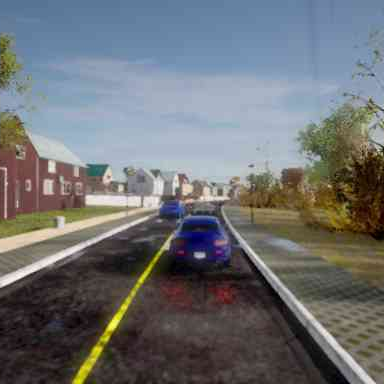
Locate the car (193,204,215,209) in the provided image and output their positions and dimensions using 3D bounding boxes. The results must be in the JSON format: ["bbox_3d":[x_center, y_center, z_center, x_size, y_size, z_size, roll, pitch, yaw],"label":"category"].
[{"bbox_3d":[0.964,1.641,27.879,1.895,1.301,4.718,0,0,3],"label":"car"}]

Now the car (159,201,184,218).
[{"bbox_3d":[-1.823,1.526,30.342,1.882,1.535,5.008,0,0,4],"label":"car"}]

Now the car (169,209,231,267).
[{"bbox_3d":[0.274,1.534,11.318,1.812,1.442,4.674,0,0,2],"label":"car"}]
